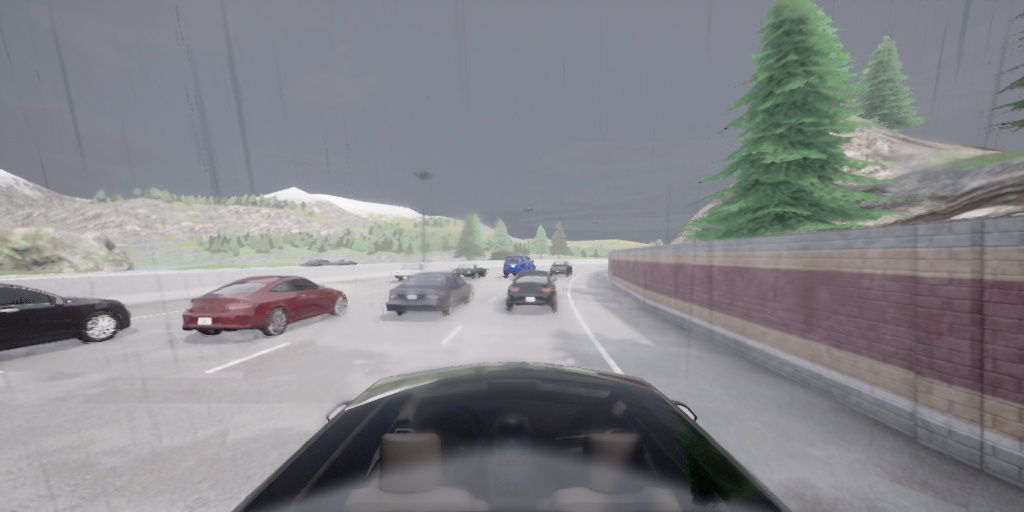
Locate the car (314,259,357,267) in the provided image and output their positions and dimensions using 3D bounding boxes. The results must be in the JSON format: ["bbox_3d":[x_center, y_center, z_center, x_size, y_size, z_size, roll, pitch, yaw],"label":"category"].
[{"bbox_3d":[-21.712,1.170,45.058,2.128,1.511,4.902,0,0,17],"label":"car"}]

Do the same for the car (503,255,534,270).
[{"bbox_3d":[0.742,0.973,33.709,2.150,2.045,5.566,0,0,14],"label":"car"}]

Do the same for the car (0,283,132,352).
[{"bbox_3d":[-10.201,1.222,6.648,1.837,1.490,4.892,0,0,2],"label":"car"}]

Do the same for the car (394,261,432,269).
[{"bbox_3d":[-7.518,1.326,28.910,1.895,1.301,4.718,0,0,11],"label":"car"}]

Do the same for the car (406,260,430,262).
[{"bbox_3d":[-12.616,1.234,50.597,1.812,1.442,4.674,0,0,19],"label":"car"}]

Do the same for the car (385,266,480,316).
[{"bbox_3d":[-2.783,1.288,13.319,2.033,1.411,5.357,0,0,6],"label":"car"}]

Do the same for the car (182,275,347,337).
[{"bbox_3d":[-6.521,1.255,10.077,1.812,1.442,4.674,0,0,4],"label":"car"}]

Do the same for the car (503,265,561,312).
[{"bbox_3d":[0.853,1.278,14.238,1.812,1.442,4.674,0,0,6],"label":"car"}]

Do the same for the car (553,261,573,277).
[{"bbox_3d":[5.016,1.256,36.071,2.128,1.511,4.902,0,0,15],"label":"car"}]

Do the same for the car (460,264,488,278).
[{"bbox_3d":[-3.517,1.339,30.911,1.895,1.301,4.718,0,0,12],"label":"car"}]

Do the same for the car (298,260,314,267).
[{"bbox_3d":[-25.055,1.176,46.034,1.837,1.490,4.892,0,-1,17],"label":"car"}]
